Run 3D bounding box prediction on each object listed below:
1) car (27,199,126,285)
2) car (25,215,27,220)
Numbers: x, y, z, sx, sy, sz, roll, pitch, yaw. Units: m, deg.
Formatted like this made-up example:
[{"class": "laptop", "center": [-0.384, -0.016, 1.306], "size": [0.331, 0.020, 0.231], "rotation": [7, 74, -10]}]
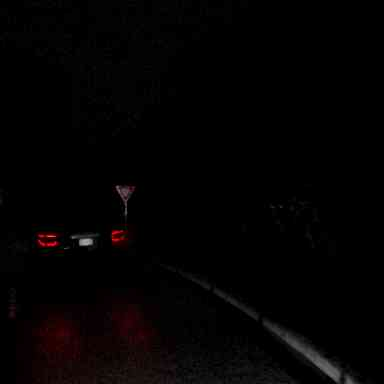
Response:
[{"class": "car", "center": [-3.621, 1.237, 9.944], "size": [2.150, 2.045, 5.566], "rotation": [0, 0, -27]}, {"class": "car", "center": [-40.735, 5.286, 84.291], "size": [2.150, 2.045, 5.566], "rotation": [0, -7, -22]}]
